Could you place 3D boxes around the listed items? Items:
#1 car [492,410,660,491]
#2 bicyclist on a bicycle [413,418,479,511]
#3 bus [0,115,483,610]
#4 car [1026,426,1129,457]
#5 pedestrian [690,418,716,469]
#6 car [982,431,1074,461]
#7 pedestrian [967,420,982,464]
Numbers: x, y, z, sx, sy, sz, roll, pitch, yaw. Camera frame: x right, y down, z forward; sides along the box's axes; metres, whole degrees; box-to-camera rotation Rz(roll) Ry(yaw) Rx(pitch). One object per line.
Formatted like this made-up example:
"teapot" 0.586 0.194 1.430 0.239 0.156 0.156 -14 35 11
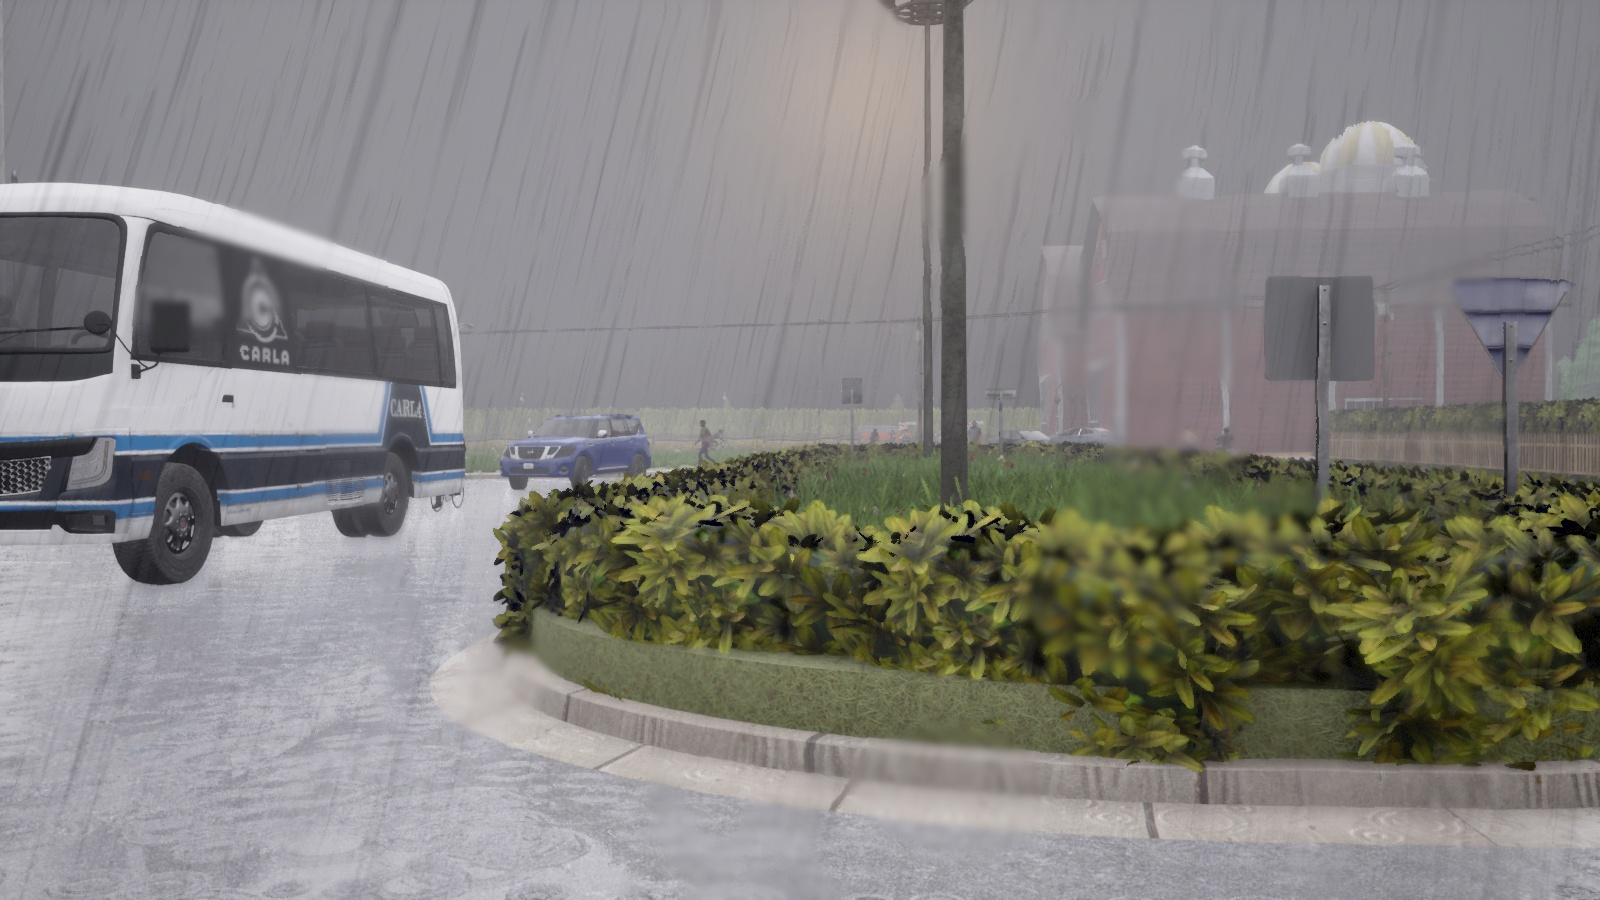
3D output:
"car" -6.077 -0.036 34.912 2.150 2.045 5.566 1 1 19
"bicyclist on a bicycle" -6.991 0.272 24.884 0.659 1.776 1.843 0 1 5
"bus" -7.655 -0.836 16.062 3.944 4.253 10.273 0 1 4
"car" 15.111 -0.494 68.445 5.027 1.651 2.152 1 1 38
"pedestrian" -3.437 -0.243 44.482 0.869 1.805 0.328 0 1 -20
"car" 11.715 -0.227 64.849 2.163 1.488 4.792 0 1 -27
"pedestrian" 7.340 -0.336 52.790 0.540 1.848 0.694 0 1 16
